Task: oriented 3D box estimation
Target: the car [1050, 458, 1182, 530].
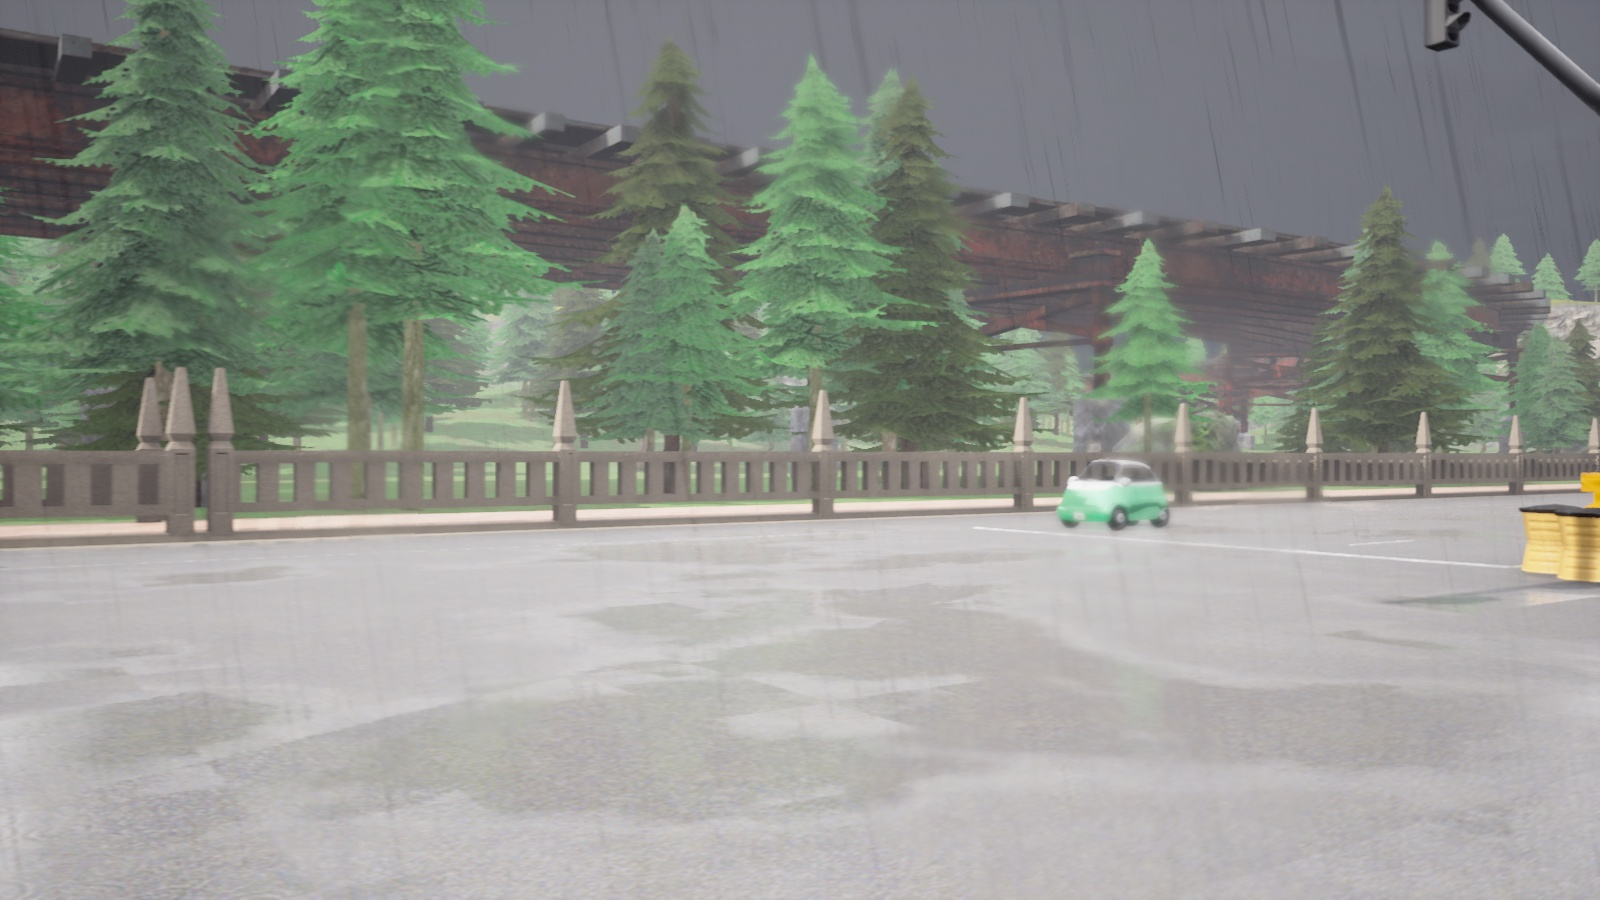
[{"bbox_3d":[6.316,0.848,25.113,2.207,1.376,1.481,0,0,-35],"label":"car"}]
